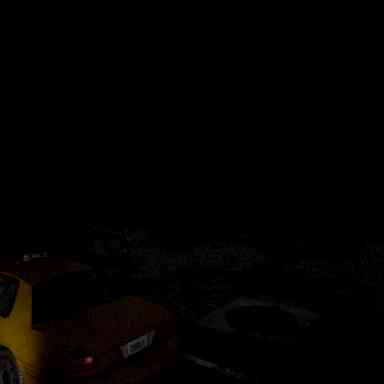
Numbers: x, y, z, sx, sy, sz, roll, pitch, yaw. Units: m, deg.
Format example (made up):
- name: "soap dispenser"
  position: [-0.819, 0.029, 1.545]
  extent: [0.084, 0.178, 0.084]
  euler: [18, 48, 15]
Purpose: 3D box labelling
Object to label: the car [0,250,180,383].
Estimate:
- name: "car"
  position: [-2.408, 1.525, 4.795]
  extent: [4.829, 1.417, 1.752]
  euler: [0, 0, 37]
